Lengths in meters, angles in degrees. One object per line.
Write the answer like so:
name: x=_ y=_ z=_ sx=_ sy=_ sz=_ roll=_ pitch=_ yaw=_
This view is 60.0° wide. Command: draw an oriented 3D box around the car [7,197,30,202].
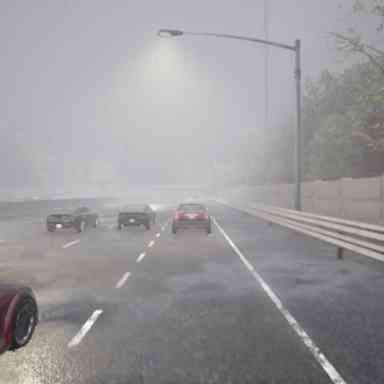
car: x=-28.083 y=1.568 z=55.190 sx=1.837 sy=1.490 sz=4.892 roll=0 pitch=0 yaw=0

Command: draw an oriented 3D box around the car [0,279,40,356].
car: x=-3.402 y=1.566 z=3.574 sx=1.994 sy=1.385 sz=4.181 roll=0 pitch=0 yaw=0

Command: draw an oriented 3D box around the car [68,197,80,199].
car: x=-21.083 y=1.550 z=59.451 sx=1.882 sy=1.535 sz=5.008 roll=0 pitch=0 yaw=0

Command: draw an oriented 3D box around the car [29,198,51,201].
car: x=-24.587 y=1.626 z=55.287 sx=1.994 sy=1.385 sz=4.181 roll=0 pitch=0 yaw=0

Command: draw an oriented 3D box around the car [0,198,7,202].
car: x=-31.572 y=1.669 z=57.457 sx=1.895 sy=1.301 sz=4.718 roll=0 pitch=0 yaw=0

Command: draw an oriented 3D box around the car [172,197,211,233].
car: x=-0.021 y=1.358 z=19.691 sx=2.097 sy=1.767 sz=4.553 roll=0 pitch=0 yaw=0

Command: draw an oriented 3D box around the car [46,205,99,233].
car: x=-6.923 y=1.513 z=19.717 sx=1.837 sy=1.490 sz=4.892 roll=0 pitch=0 yaw=0

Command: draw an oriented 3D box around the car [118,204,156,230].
car: x=-3.421 y=1.486 z=21.349 sx=1.882 sy=1.535 sz=5.008 roll=0 pitch=0 yaw=0
